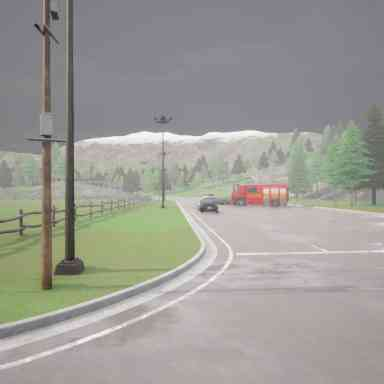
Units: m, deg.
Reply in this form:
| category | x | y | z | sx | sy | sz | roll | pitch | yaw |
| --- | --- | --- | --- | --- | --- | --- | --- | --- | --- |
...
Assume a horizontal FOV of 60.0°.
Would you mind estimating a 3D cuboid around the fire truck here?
| category | x | y | z | sx | sy | sz | roll | pitch | yaw |
| --- | --- | --- | --- | --- | --- | --- | --- | --- | --- |
| fire truck | 10.366 | 0.352 | 50.921 | 8.468 | 3.827 | 2.891 | 0 | 0 | 21 |

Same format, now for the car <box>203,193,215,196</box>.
| category | x | y | z | sx | sy | sz | roll | pitch | yaw |
| --- | --- | --- | --- | --- | --- | --- | --- | --- | --- |
| car | 3.344 | 1.221 | 64.805 | 2.150 | 2.045 | 5.566 | 0 | 0 | -4 |

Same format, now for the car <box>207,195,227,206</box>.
| category | x | y | z | sx | sy | sz | roll | pitch | yaw |
| --- | --- | --- | --- | --- | --- | --- | --- | --- | --- |
| car | 4.012 | 1.564 | 54.740 | 1.994 | 1.385 | 4.181 | 0 | 0 | -4 |

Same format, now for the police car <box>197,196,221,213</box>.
| category | x | y | z | sx | sy | sz | roll | pitch | yaw |
| --- | --- | --- | --- | --- | --- | --- | --- | --- | --- |
| police car | 1.668 | 1.509 | 37.564 | 2.038 | 1.542 | 4.974 | 0 | 0 | -4 |

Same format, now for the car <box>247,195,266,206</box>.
| category | x | y | z | sx | sy | sz | roll | pitch | yaw |
| --- | --- | --- | --- | --- | --- | --- | --- | --- | --- |
| car | 10.905 | 1.352 | 56.702 | 2.097 | 1.767 | 4.553 | 0 | 0 | -4 |

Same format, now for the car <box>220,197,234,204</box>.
| category | x | y | z | sx | sy | sz | roll | pitch | yaw |
| --- | --- | --- | --- | --- | --- | --- | --- | --- | --- |
| car | 6.836 | 1.601 | 65.039 | 1.895 | 1.301 | 4.718 | 0 | 0 | -4 |
